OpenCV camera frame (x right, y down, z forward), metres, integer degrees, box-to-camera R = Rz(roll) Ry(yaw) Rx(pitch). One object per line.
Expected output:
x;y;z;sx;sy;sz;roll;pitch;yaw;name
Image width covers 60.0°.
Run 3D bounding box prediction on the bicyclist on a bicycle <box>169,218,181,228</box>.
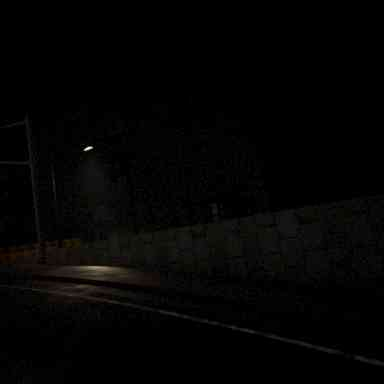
-1.336;2.917;27.293;1.656;1.620;0.582;-14;-8;36;bicyclist on a bicycle
